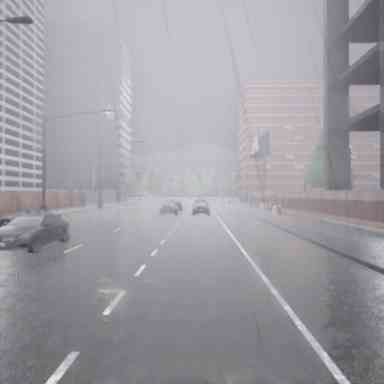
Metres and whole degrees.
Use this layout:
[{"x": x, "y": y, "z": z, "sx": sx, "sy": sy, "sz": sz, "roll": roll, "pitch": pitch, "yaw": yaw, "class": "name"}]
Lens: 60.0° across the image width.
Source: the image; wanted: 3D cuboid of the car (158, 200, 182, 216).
[{"x": -2.500, "y": 1.826, "z": 37.001, "sx": 1.812, "sy": 1.442, "sz": 4.674, "roll": 0, "pitch": 0, "yaw": 1, "class": "car"}]

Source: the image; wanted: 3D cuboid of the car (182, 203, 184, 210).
[{"x": -2.271, "y": 1.881, "z": 46.343, "sx": 1.837, "sy": 1.490, "sz": 4.892, "roll": 0, "pitch": 0, "yaw": 1, "class": "car"}]

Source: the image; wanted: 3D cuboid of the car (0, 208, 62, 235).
[{"x": -10.034, "y": 1.765, "z": 20.739, "sx": 1.895, "sy": 1.301, "sz": 4.718, "roll": 0, "pitch": 0, "yaw": 2, "class": "car"}]

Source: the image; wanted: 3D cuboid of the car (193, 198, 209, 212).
[{"x": 1.235, "y": 1.732, "z": 46.596, "sx": 2.097, "sy": 1.767, "sz": 4.553, "roll": 0, "pitch": 0, "yaw": 2, "class": "car"}]

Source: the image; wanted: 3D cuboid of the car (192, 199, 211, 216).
[{"x": 0.989, "y": 1.824, "z": 36.544, "sx": 1.812, "sy": 1.442, "sz": 4.674, "roll": 0, "pitch": 0, "yaw": 2, "class": "car"}]

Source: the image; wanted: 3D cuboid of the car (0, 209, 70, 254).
[{"x": -6.749, "y": 1.639, "z": 14.187, "sx": 1.812, "sy": 1.442, "sz": 4.674, "roll": 0, "pitch": 0, "yaw": 2, "class": "car"}]
